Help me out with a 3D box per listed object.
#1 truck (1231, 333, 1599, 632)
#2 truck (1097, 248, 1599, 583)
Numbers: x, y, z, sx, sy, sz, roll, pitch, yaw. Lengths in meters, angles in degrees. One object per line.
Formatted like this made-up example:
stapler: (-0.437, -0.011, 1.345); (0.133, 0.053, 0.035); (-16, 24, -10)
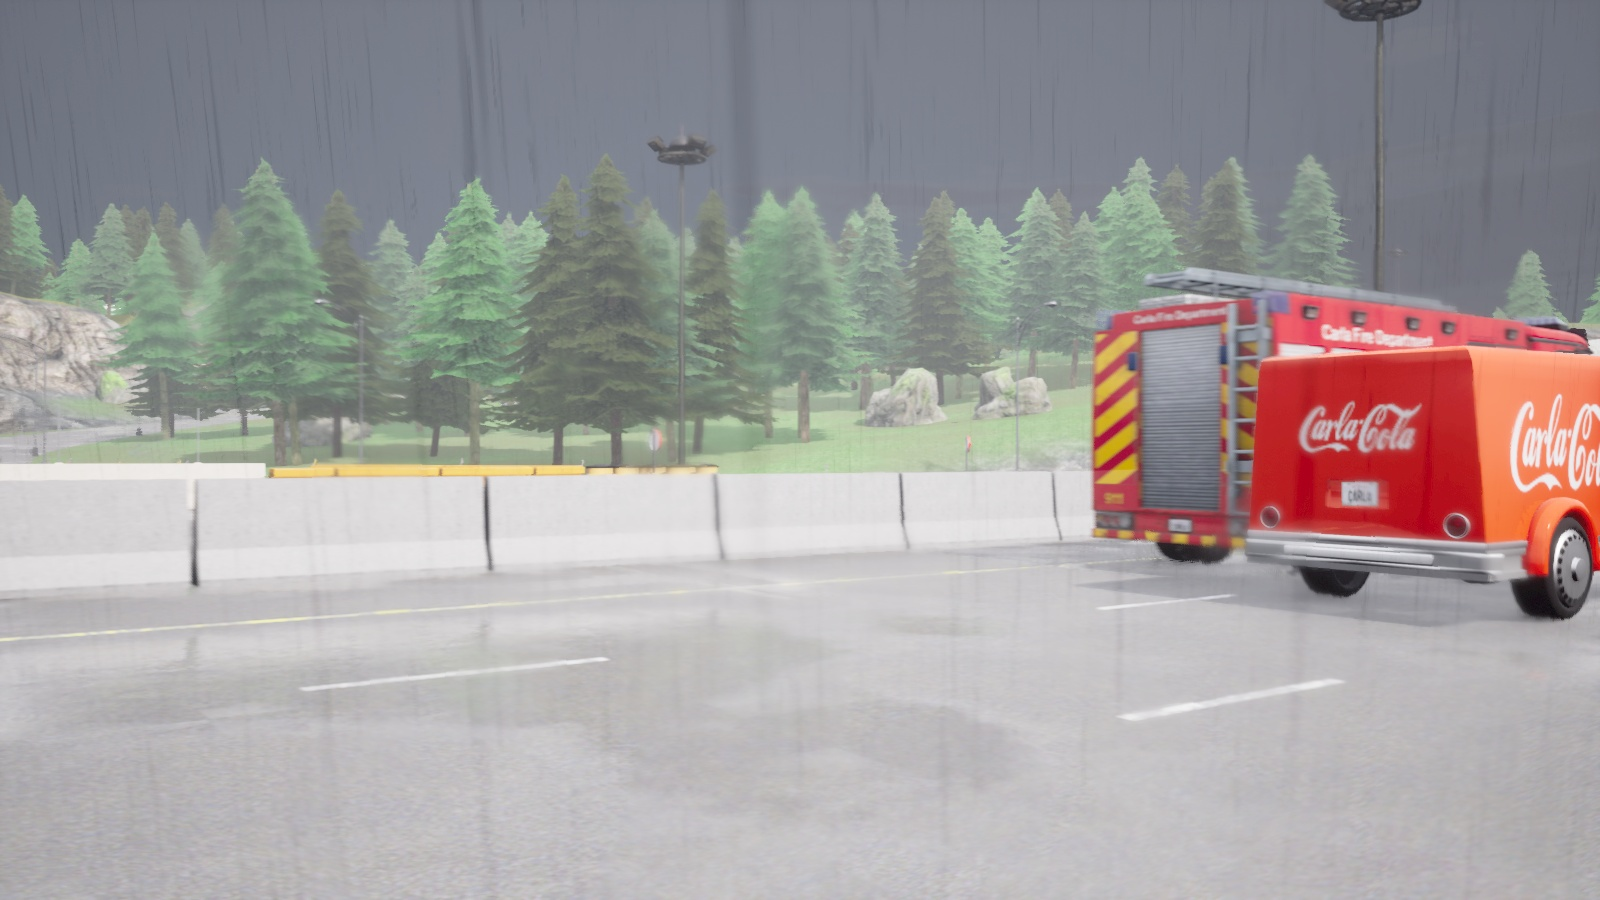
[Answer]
truck: (7.192, 0.275, 12.931); (5.204, 2.467, 2.627); (0, 0, -35)
truck: (8.259, -0.393, 17.941); (8.468, 3.827, 2.891); (0, 0, -35)
